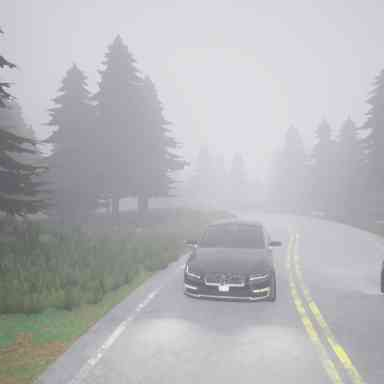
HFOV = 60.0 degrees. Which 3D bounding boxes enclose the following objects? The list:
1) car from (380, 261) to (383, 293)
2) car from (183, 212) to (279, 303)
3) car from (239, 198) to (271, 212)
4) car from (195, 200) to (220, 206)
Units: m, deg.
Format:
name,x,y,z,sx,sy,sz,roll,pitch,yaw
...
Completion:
name,x,y,z,sx,sy,sz,roll,pitch,yaw
car,4.501,1.307,4.651,2.097,1.767,4.553,-1,0,9
car,1.105,1.495,8.427,1.837,1.490,4.892,-1,0,13
car,6.501,1.395,34.931,1.837,1.490,4.892,1,-1,-15
car,1.994,1.795,44.873,1.812,1.442,4.674,3,-5,-35
